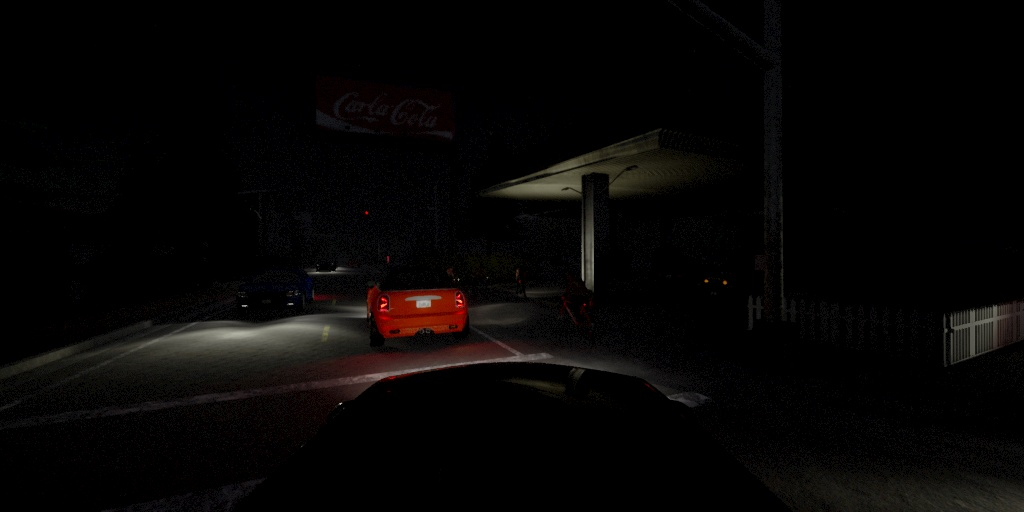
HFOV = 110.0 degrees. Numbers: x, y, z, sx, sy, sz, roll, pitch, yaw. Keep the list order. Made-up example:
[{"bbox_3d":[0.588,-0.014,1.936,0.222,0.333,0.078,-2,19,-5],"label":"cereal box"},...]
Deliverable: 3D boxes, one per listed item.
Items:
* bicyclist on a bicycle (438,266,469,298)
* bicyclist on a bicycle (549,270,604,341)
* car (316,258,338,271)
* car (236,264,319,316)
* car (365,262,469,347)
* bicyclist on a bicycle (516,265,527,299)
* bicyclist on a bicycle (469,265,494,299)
[{"bbox_3d":[-2.924,1.264,16.453,1.656,1.620,0.582,1,0,36],"label":"bicyclist on a bicycle"},{"bbox_3d":[1.550,1.187,8.824,0.582,1.620,1.656,3,-2,-44],"label":"bicyclist on a bicycle"},{"bbox_3d":[-24.188,1.095,46.702,2.097,1.767,4.553,0,0,-25],"label":"car"},{"bbox_3d":[-8.723,1.188,13.558,1.882,1.535,5.008,1,-1,-24],"label":"car"},{"bbox_3d":[-2.672,1.021,9.438,2.097,1.767,4.553,0,0,-23],"label":"car"},{"bbox_3d":[0.464,1.292,18.014,0.582,1.620,1.656,0,0,15],"label":"bicyclist on a bicycle"},{"bbox_3d":[-1.643,1.293,17.860,1.656,1.620,0.582,1,0,-22],"label":"bicyclist on a bicycle"}]
